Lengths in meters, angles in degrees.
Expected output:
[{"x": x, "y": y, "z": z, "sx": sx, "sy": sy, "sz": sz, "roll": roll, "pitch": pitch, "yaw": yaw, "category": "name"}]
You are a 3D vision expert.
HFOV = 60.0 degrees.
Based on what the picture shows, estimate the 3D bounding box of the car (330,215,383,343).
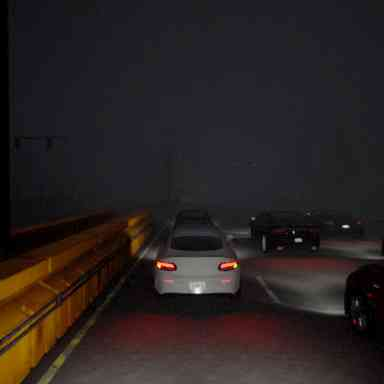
[{"x": 3.594, "y": 1.351, "z": 3.739, "sx": 2.097, "sy": 1.767, "sz": 4.553, "roll": 0, "pitch": 0, "yaw": 0, "category": "car"}]

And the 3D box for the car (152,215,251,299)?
[{"x": 0.093, "y": 1.524, "z": 8.304, "sx": 1.812, "sy": 1.442, "sz": 4.674, "roll": 0, "pitch": 0, "yaw": 0, "category": "car"}]

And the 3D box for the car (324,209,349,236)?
[{"x": 7.085, "y": 1.561, "z": 17.315, "sx": 1.994, "sy": 1.385, "sz": 4.181, "roll": 0, "pitch": 0, "yaw": 0, "category": "car"}]

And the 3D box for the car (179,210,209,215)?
[{"x": 0.086, "y": 1.598, "z": 17.426, "sx": 1.895, "sy": 1.301, "sz": 4.718, "roll": 0, "pitch": 0, "yaw": 0, "category": "car"}]

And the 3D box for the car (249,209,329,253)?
[{"x": 3.589, "y": 1.475, "z": 13.700, "sx": 1.882, "sy": 1.535, "sz": 5.008, "roll": 0, "pitch": 0, "yaw": 0, "category": "car"}]
